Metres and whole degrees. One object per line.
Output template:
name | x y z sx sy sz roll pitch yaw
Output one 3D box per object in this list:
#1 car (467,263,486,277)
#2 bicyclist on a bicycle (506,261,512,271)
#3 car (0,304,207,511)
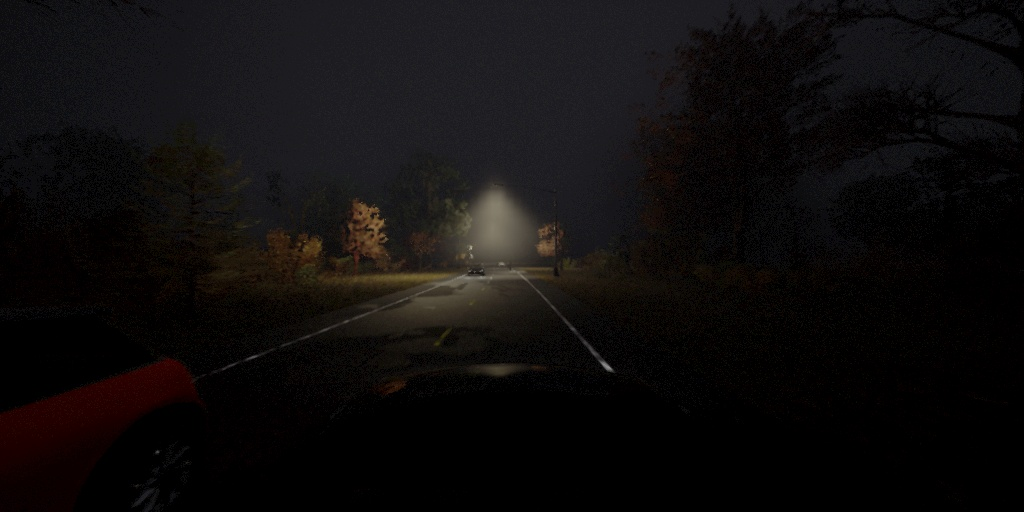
car | -4.182 1.638 42.604 1.837 1.490 4.892 0 0 -1
bicyclist on a bicycle | -0.217 1.738 59.372 0.582 1.620 1.656 0 -1 -2
car | -3.609 1.099 1.050 2.097 1.767 4.553 0 -1 0
